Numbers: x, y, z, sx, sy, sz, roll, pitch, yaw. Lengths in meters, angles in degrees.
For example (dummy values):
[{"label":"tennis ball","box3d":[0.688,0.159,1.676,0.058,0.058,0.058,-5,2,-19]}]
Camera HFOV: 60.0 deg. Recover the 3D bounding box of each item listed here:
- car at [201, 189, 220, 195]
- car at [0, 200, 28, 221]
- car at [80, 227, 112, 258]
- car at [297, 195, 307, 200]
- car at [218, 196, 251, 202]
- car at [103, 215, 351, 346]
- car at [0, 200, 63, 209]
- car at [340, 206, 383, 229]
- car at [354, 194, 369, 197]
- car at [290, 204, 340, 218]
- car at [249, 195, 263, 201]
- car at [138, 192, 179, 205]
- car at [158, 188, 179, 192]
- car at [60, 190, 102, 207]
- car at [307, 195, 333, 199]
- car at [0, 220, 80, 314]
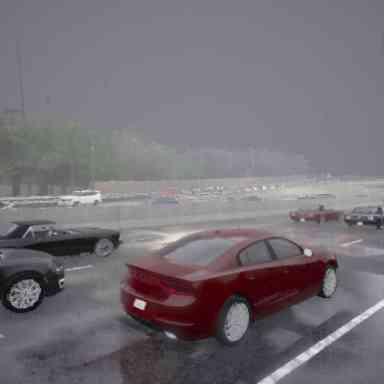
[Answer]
[{"label":"car","box3d":[3.967,-0.030,70.447,2.033,1.411,5.357,1,3,32]},{"label":"car","box3d":[-15.370,1.407,24.771,5.357,1.411,2.033,0,0,-43]},{"label":"car","box3d":[-4.621,1.544,10.591,4.718,1.301,1.895,0,0,-43]},{"label":"car","box3d":[20.417,1.221,58.640,4.718,1.301,1.895,-1,1,-43]},{"label":"car","box3d":[3.434,1.389,32.892,4.674,1.442,1.812,0,0,-43]},{"label":"car","box3d":[1.054,1.451,6.454,5.008,1.535,1.882,0,0,-43]},{"label":"car","box3d":[-10.514,1.417,19.737,4.674,1.442,1.812,0,0,-43]},{"label":"car","box3d":[11.382,1.533,20.868,4.718,1.301,1.895,0,0,-43]},{"label":"car","box3d":[29.324,1.114,57.481,4.892,1.490,1.837,-1,1,-43]},{"label":"car","box3d":[8.861,1.517,23.300,4.718,1.301,1.895,0,0,-43]},{"label":"car","box3d":[8.019,1.270,46.888,4.892,1.490,1.837,-1,1,-43]},{"label":"car","box3d":[-3.600,1.187,35.873,4.553,1.767,2.097,0,0,-43]},{"label":"car","box3d":[-4.275,0.322,56.875,2.150,2.045,5.566,1,2,30]},{"label":"car","box3d":[-13.325,0.850,40.022,2.150,2.045,5.566,1,1,26]},{"label":"car","box3d":[18.790,1.235,47.451,4.892,1.490,1.837,0,0,-43]},{"label":"car","box3d":[-4.722,1.469,5.697,4.892,1.490,1.837,0,0,-43]}]
